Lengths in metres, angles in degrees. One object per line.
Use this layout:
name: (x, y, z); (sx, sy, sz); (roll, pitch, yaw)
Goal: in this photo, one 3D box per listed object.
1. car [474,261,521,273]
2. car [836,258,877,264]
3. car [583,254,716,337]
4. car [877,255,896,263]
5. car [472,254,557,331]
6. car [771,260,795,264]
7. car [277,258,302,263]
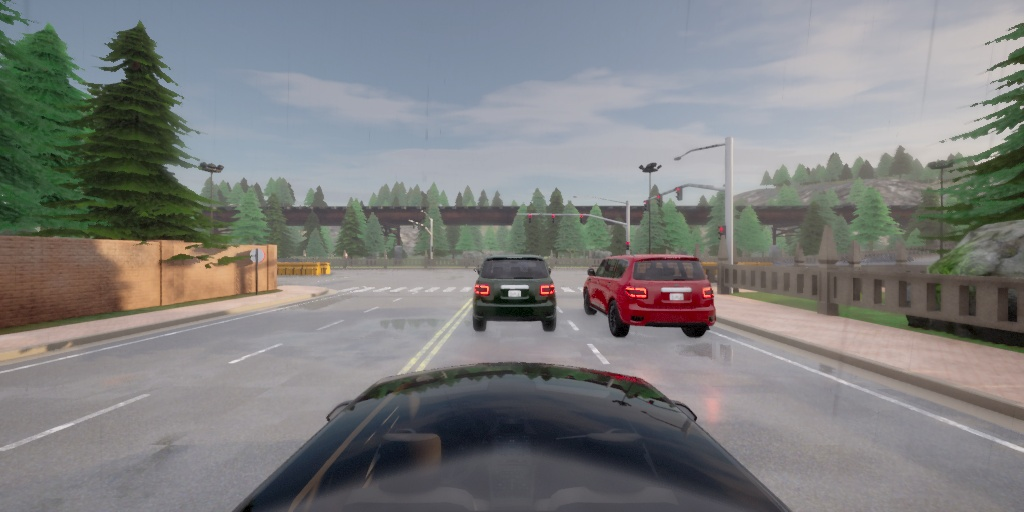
car: (-1.676, 1.298, 42.266); (5.357, 1.411, 2.033); (0, 0, 0)
car: (38.978, 1.164, 42.087); (4.902, 1.511, 2.128); (-1, 0, 0)
car: (3.569, 0.971, 10.409); (2.150, 2.045, 5.566); (0, 0, 0)
car: (45.787, 0.967, 45.563); (5.357, 1.411, 2.033); (-3, 0, 0)
car: (0.069, 0.971, 11.086); (2.150, 2.045, 5.566); (0, 0, 0)
car: (36.728, 1.280, 49.087); (4.181, 1.385, 1.994); (-1, 0, 0)
car: (-28.904, 1.297, 45.914); (5.357, 1.411, 2.033); (0, 0, 0)
